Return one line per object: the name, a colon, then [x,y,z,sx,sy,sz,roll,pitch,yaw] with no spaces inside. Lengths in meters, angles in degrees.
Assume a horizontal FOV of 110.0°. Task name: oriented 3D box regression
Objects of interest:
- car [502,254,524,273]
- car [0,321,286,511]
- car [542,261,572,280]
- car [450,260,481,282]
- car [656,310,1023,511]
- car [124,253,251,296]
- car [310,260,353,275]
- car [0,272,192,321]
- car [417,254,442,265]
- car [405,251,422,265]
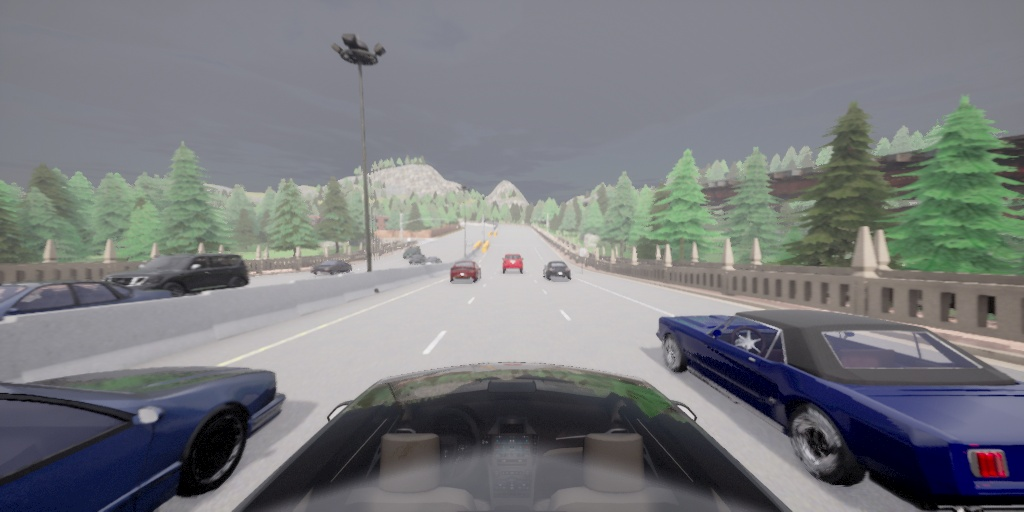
car: [0.092,0.757,39.474,2.150,2.045,5.566,0,0,0]
car: [-3.400,1.299,1.427,2.033,1.411,5.357,0,0,0]
car: [3.594,1.126,29.052,1.812,1.442,4.674,0,0,0]
car: [-3.406,1.089,27.039,1.882,1.535,5.008,0,0,0]
car: [3.599,1.337,4.553,1.895,1.301,4.718,0,0,0]
car: [-14.096,0.897,15.559,2.150,2.045,5.566,0,0,0]
car: [-17.595,1.114,35.310,2.033,1.411,5.357,0,0,0]
car: [-10.601,1.265,7.965,2.033,1.411,5.357,0,0,0]
car: [-10.585,0.817,47.575,2.128,1.511,4.902,0,2,0]
car: [-14.073,0.503,53.748,1.837,1.490,4.892,0,4,0]
